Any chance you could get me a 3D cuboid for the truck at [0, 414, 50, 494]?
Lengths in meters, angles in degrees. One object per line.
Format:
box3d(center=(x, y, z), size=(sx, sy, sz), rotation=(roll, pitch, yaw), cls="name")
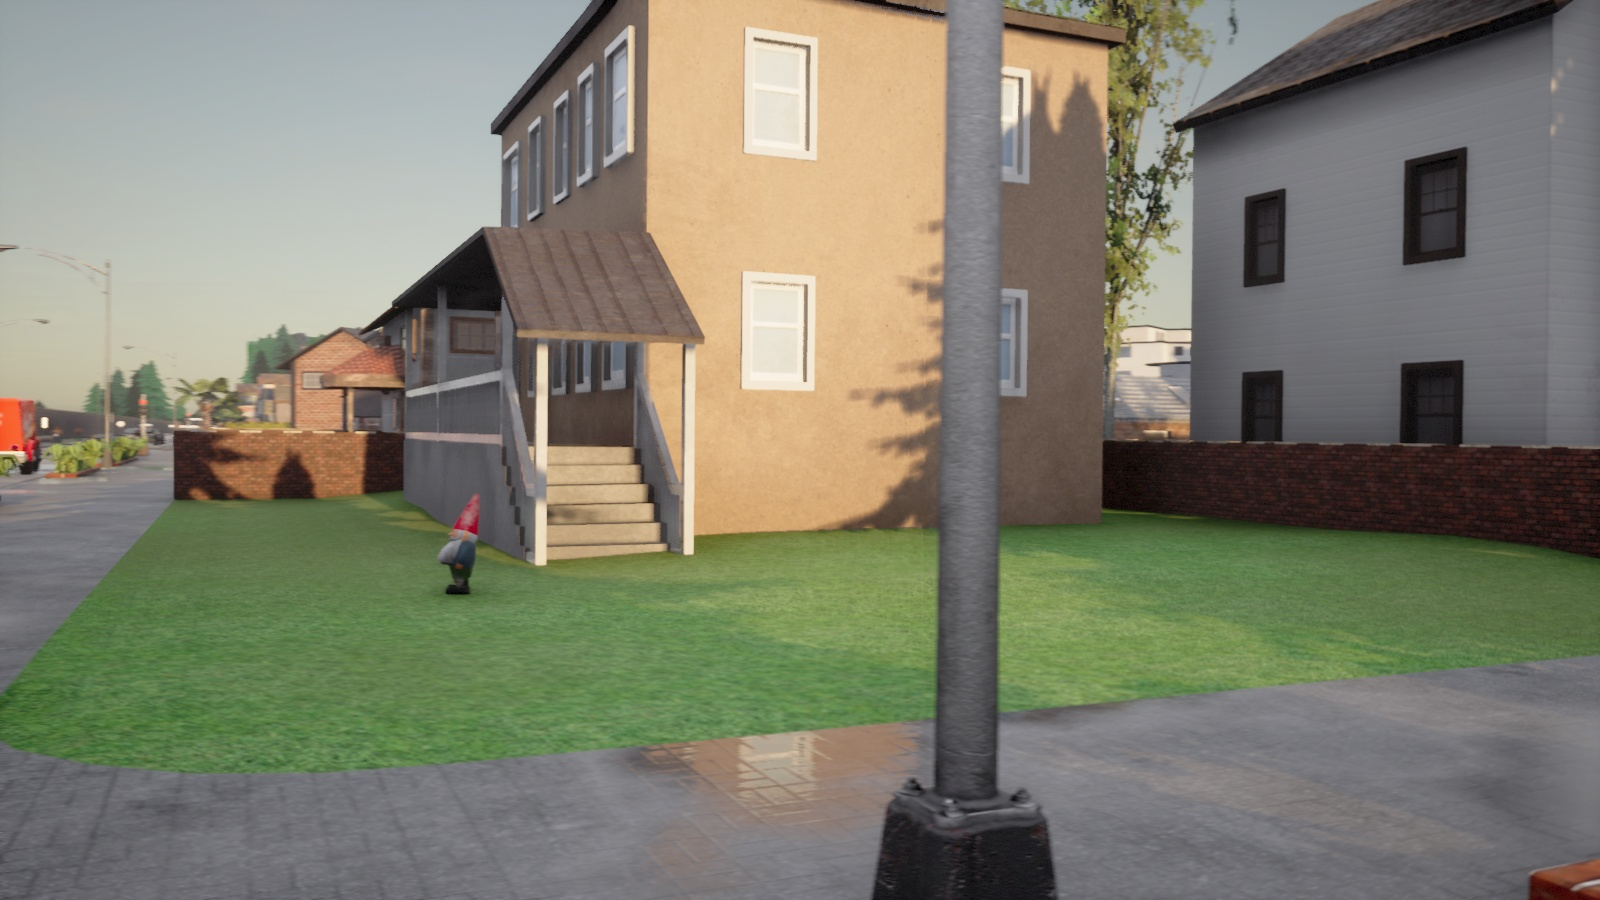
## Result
box3d(center=(-26.311, 0.103, 40.899), size=(2.627, 2.467, 5.204), rotation=(-1, 1, -24), cls="truck")
